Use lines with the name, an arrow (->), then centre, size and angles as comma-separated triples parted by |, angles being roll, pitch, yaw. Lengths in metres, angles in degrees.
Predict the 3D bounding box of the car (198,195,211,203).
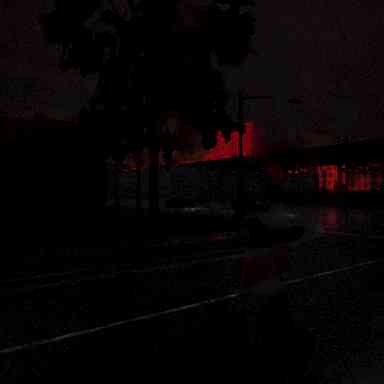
car -> 1.903, 1.352, 67.392 | 2.097, 1.767, 4.553 | 0, 0, -34

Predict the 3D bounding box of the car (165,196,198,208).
car -> -1.849, 1.547, 47.727 | 2.033, 1.411, 5.357 | 0, 0, -34

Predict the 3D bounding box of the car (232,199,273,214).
car -> 6.377, 1.478, 35.362 | 1.882, 1.535, 5.008 | 0, 0, -34
